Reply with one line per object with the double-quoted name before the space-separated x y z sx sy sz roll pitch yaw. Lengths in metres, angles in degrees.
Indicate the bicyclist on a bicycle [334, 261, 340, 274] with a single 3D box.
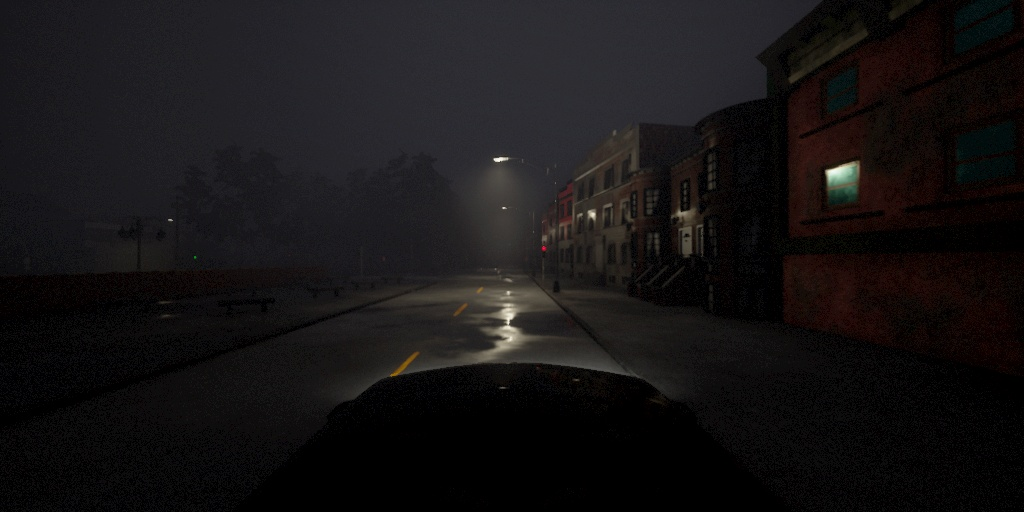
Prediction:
"bicyclist on a bicycle" -21.932 1.501 44.969 0.582 1.620 1.656 0 0 0
